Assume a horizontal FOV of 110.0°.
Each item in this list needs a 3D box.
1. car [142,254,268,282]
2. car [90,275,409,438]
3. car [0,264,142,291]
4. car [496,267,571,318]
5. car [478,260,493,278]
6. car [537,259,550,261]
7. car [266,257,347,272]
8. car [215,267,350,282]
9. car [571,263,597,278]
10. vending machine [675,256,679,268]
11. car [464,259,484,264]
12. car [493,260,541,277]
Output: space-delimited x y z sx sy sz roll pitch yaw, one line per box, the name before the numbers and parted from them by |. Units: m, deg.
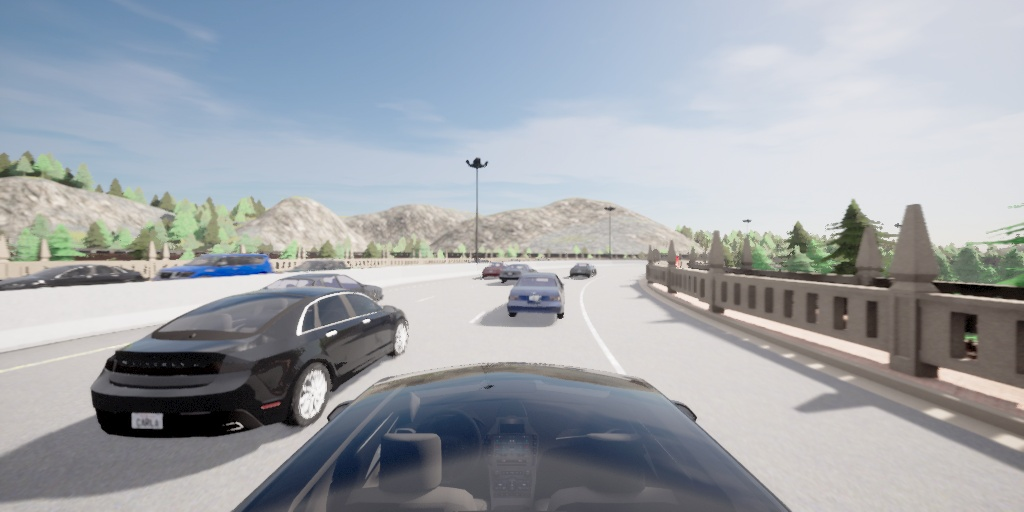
car | -15.807 0.882 19.481 2.150 2.045 5.566 0 0 11
car | -3.164 1.237 5.650 1.837 1.490 4.892 0 0 3
car | -19.829 1.150 16.223 1.837 1.490 4.892 0 0 8
car | 1.006 1.293 13.089 2.033 1.411 5.357 0 0 8
car | -1.157 1.282 32.742 1.994 1.385 4.181 0 0 20
car | 4.862 1.231 59.525 1.837 1.490 4.892 0 0 36
car | -11.777 1.030 21.586 2.097 1.767 4.553 0 0 12
car | -6.212 1.260 11.709 2.033 1.411 5.357 0 0 7
car | 6.808 1.318 33.986 1.994 1.385 4.181 0 0 22
vending machine | 17.789 0.996 39.181 1.100 2.100 0.880 0 0 29
car | -5.596 1.169 56.263 2.128 1.511 4.902 0 0 31
car | 0.593 1.279 27.225 2.033 1.411 5.357 0 0 17
